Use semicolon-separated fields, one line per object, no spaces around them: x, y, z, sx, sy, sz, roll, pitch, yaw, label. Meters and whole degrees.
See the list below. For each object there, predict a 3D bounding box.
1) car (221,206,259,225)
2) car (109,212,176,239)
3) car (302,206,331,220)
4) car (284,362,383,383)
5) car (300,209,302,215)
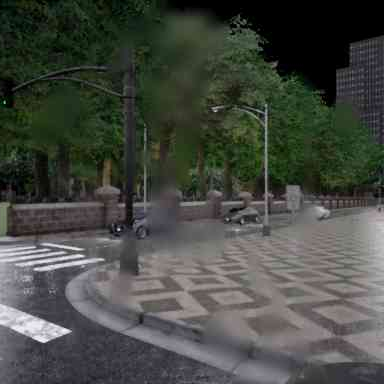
4.357;2.076;29.580;1.837;1.490;4.892;0;0;35;car
-2.781;1.885;19.520;1.994;1.385;4.181;0;-1;35;car
14.682;2.378;38.607;1.812;1.442;4.674;0;-1;35;car
2.349;1.551;1.281;4.403;1.369;2.008;0;0;36;car
16.762;2.626;46.912;1.895;1.301;4.718;0;-1;36;car
